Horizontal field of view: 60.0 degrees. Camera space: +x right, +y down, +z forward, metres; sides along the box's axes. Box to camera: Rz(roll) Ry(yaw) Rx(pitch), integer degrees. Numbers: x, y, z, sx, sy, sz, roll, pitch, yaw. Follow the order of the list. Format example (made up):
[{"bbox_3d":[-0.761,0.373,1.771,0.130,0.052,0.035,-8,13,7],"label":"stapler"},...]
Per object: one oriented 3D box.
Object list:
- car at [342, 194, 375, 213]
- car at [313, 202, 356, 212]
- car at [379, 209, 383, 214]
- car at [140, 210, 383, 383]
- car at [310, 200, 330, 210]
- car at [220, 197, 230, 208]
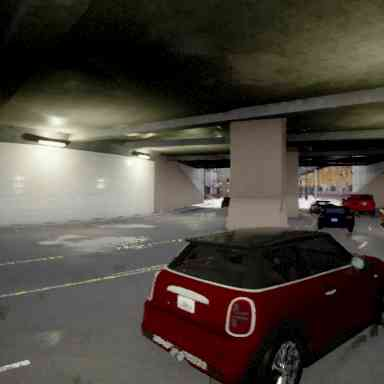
[{"bbox_3d":[16.705,1.223,33.681,2.150,2.045,5.566,0,0,12],"label":"car"},{"bbox_3d":[9.027,1.565,20.815,1.994,1.385,4.181,0,0,26],"label":"car"},{"bbox_3d":[12.383,1.477,19.788,1.882,1.535,5.008,0,0,25],"label":"car"},{"bbox_3d":[1.515,1.351,5.355,4.553,1.767,2.097,0,0,-42],"label":"car"},{"bbox_3d":[13.054,1.548,33.381,2.033,1.411,5.357,0,0,12],"label":"car"},{"bbox_3d":[5.220,1.506,47.416,1.837,1.490,4.892,0,0,12],"label":"car"}]
